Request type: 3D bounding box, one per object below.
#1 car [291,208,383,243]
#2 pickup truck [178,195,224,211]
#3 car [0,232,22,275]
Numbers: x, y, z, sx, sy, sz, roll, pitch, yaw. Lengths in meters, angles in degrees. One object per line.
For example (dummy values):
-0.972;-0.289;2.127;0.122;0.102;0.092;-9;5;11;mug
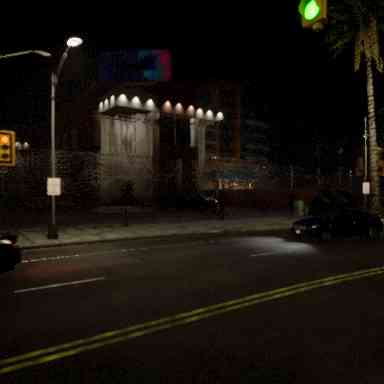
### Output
6.993;1.510;15.951;4.674;1.442;1.812;-1;0;-21;car
0.712;1.066;35.216;2.390;2.098;6.274;0;0;-36;pickup truck
-6.683;1.506;7.702;4.892;1.490;1.837;0;0;-34;car
